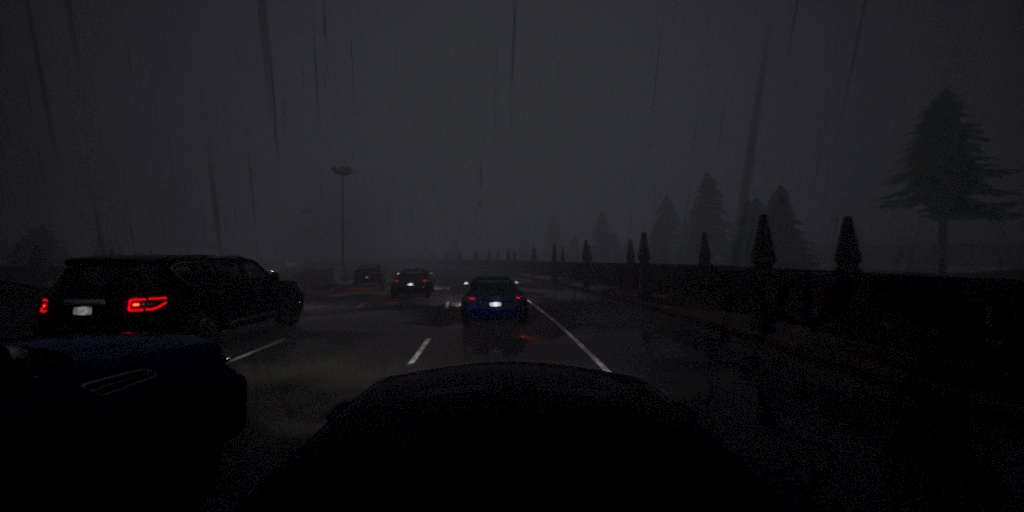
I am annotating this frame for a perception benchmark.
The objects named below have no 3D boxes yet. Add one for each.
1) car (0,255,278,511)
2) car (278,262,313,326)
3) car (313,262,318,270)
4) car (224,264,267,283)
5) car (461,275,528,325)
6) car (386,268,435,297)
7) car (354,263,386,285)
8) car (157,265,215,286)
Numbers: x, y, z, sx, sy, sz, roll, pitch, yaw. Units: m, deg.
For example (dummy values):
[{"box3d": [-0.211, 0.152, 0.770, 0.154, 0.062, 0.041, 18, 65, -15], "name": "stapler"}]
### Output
[{"box3d": [-3.513, 0.984, 0.900, 2.150, 2.045, 5.566, 0, 0, 0], "name": "car"}, {"box3d": [-7.313, 1.001, 8.617, 2.150, 2.045, 5.566, 0, 0, -4], "name": "car"}, {"box3d": [-27.202, 1.538, 48.045, 2.033, 1.411, 5.357, 0, 0, -30], "name": "car"}, {"box3d": [-23.202, 1.443, 31.434, 1.812, 1.442, 4.674, 0, 0, -21], "name": "car"}, {"box3d": [-0.660, 1.314, 11.970, 1.994, 1.385, 4.181, 0, 0, -6], "name": "car"}, {"box3d": [-5.233, 1.341, 19.235, 1.994, 1.385, 4.181, 0, 0, -10], "name": "car"}, {"box3d": [-10.534, 1.295, 26.838, 1.882, 1.535, 5.008, 0, 0, -15], "name": "car"}, {"box3d": [-25.928, 1.456, 28.741, 1.812, 1.442, 4.674, 0, 0, -20], "name": "car"}]
